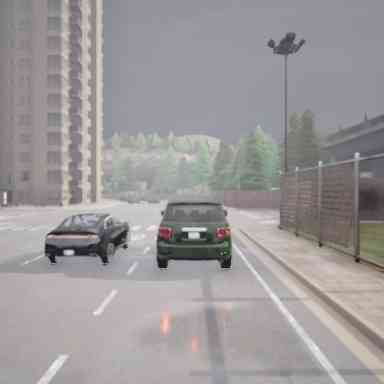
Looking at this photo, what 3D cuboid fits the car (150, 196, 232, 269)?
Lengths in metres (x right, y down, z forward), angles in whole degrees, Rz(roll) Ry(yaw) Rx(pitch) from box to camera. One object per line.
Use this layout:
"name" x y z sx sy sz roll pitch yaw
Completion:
"car" 0.071 1.215 11.299 2.150 2.045 5.566 0 0 0

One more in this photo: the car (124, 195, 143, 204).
"car" -10.611 1.467 60.870 1.837 1.490 4.892 0 0 -1

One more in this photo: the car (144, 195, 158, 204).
"car" -7.226 1.314 62.611 2.097 1.767 4.553 0 0 -2

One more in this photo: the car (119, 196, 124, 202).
"car" -14.896 1.493 75.650 2.033 1.411 5.357 0 0 -33

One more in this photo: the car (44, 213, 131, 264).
"car" -3.426 1.484 11.727 2.128 1.511 4.902 0 0 0
